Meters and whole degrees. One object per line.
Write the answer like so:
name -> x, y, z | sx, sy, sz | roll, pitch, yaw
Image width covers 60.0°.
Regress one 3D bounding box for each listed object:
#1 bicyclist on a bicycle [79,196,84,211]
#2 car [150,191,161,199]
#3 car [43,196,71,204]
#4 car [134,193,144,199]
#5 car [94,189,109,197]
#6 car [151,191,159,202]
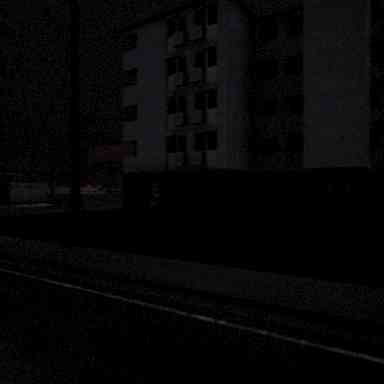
bicyclist on a bicycle -> -11.153, 1.043, 32.765 | 1.656, 1.620, 0.582 | 0, 0, 33
car -> -8.068, 0.626, 72.995 | 2.097, 1.767, 4.553 | 0, 0, -11
car -> -20.507, 1.199, 51.118 | 1.895, 1.301, 4.718 | 0, 0, 19
car -> -11.614, 0.866, 72.964 | 1.994, 1.385, 4.181 | 0, 0, -11
car -> -17.990, 0.318, 66.326 | 2.150, 2.045, 5.566 | 0, 0, -2
car -> -7.768, 1.044, 60.825 | 1.812, 1.442, 4.674 | 0, 1, 5
